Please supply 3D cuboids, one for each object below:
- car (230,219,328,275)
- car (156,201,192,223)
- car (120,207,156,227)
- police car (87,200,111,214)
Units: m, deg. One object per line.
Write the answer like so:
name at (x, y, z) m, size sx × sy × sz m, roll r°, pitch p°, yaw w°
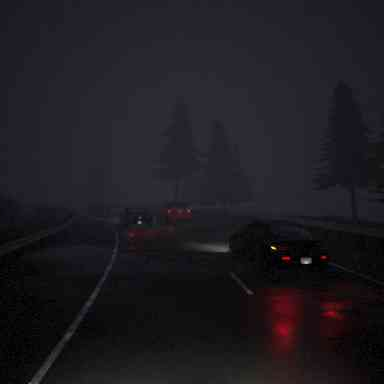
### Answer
car at (2.580, 1.592, 10.715) m, size 1.812 × 1.442 × 4.674 m, roll 0°, pitch 0°, yaw -8°
car at (-1.648, 1.547, 27.673) m, size 2.097 × 1.767 × 4.553 m, roll 0°, pitch 0°, yaw -19°
car at (-4.229, 1.783, 24.589) m, size 1.895 × 1.301 × 4.718 m, roll 0°, pitch 0°, yaw -18°
police car at (-11.319, 1.735, 40.173) m, size 1.930 × 1.638 × 5.238 m, roll 0°, pitch -1°, yaw -30°
